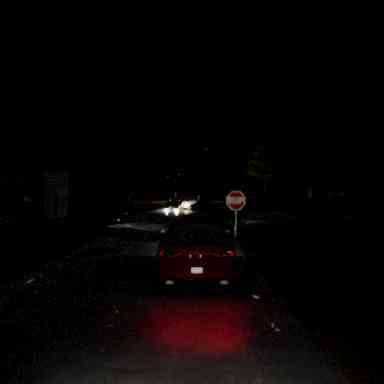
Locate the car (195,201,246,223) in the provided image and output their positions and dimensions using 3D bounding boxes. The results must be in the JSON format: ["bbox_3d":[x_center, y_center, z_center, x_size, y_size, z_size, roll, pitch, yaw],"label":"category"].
[{"bbox_3d":[2.206,1.567,22.544,1.837,1.490,4.892,-1,0,25],"label":"car"}]

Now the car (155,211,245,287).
[{"bbox_3d":[0.100,1.504,9.427,1.882,1.535,5.008,0,0,0],"label":"car"}]

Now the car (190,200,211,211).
[{"bbox_3d":[1.449,1.682,39.082,1.994,1.385,4.181,-1,0,-28],"label":"car"}]

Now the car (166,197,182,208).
[{"bbox_3d":[-2.974,1.776,50.974,1.895,1.301,4.718,0,0,-1],"label":"car"}]

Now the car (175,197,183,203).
[{"bbox_3d":[-3.101,1.874,80.250,1.994,1.385,4.181,0,0,0],"label":"car"}]

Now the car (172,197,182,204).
[{"bbox_3d":[-3.034,1.742,69.938,1.882,1.535,5.008,0,0,0],"label":"car"}]

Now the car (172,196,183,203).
[{"bbox_3d":[-3.010,1.567,59.960,2.097,1.767,4.553,0,0,0],"label":"car"}]

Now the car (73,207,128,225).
[{"bbox_3d":[-7.052,1.823,25.599,4.718,1.301,1.895,-3,-1,38],"label":"car"}]
